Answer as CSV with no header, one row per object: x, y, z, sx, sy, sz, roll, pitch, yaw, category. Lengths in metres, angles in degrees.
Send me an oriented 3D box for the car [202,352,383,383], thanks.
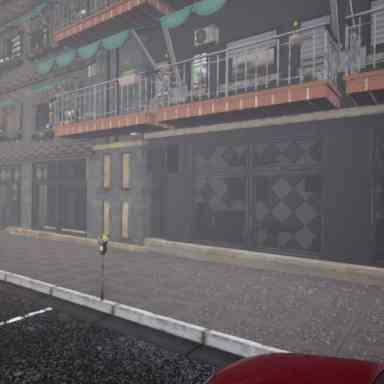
1.819,1.582,1.566,4.206,1.307,1.802,0,1,36,car
